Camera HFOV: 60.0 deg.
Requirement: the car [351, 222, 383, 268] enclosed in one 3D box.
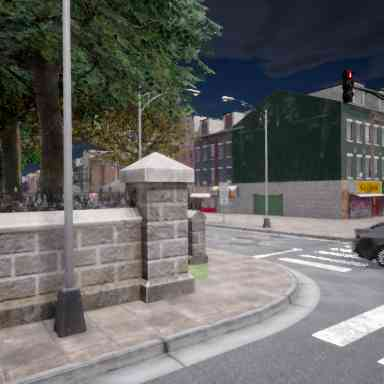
[{"bbox_3d":[7.523,1.550,10.050,4.892,1.490,1.837,-2,1,28],"label":"car"}]
